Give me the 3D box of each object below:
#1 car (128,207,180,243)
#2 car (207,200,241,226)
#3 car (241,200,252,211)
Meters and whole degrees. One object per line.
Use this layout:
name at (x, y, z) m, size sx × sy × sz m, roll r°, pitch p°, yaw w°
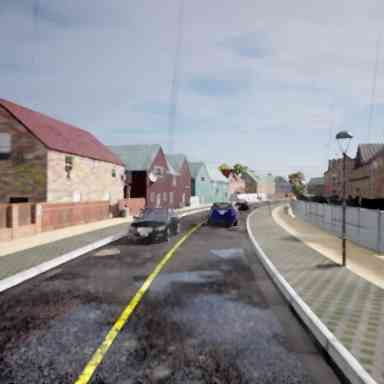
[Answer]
car at (-1.752, 1.544, 16.604) m, size 2.128 × 1.511 × 4.902 m, roll 0°, pitch 0°, yaw 7°
car at (2.355, 1.437, 24.598) m, size 2.097 × 1.767 × 4.553 m, roll 0°, pitch 0°, yaw 9°
car at (6.452, 1.700, 42.366) m, size 1.994 × 1.385 × 4.181 m, roll 0°, pitch 0°, yaw 16°
